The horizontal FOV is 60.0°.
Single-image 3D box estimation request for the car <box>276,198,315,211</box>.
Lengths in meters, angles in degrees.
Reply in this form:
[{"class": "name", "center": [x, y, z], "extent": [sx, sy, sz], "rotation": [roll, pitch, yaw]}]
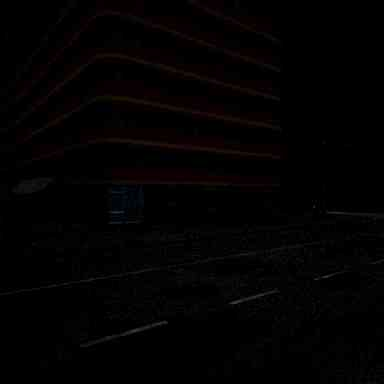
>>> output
[{"class": "car", "center": [12.509, 1.491, 40.026], "extent": [2.128, 1.511, 4.902], "rotation": [0, 0, -38]}]
